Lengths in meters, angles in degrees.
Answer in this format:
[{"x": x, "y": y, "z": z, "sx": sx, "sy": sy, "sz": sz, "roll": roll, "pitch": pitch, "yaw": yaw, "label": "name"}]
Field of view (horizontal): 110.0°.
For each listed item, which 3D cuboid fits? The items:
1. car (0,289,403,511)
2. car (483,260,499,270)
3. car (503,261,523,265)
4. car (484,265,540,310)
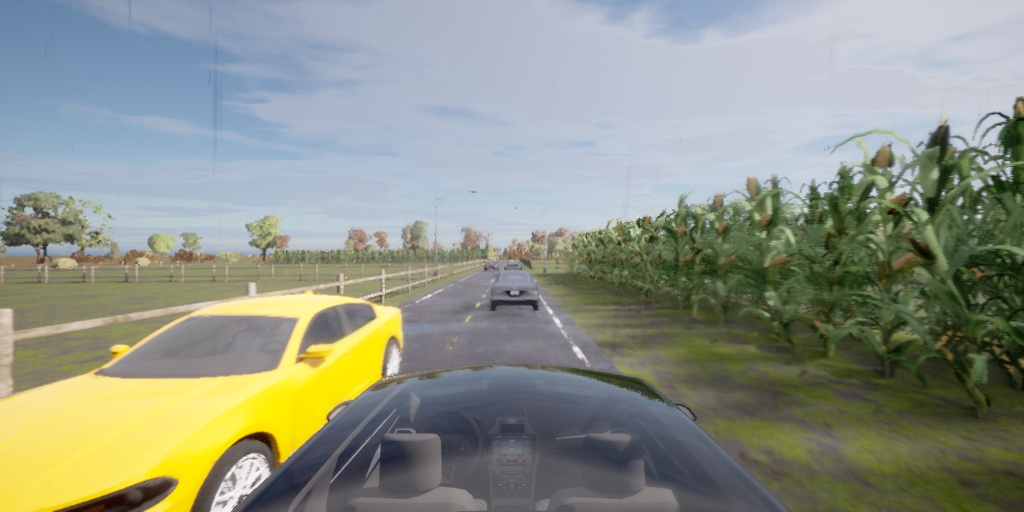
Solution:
[{"x": -2.750, "y": 1.225, "z": 4.041, "sx": 1.882, "sy": 1.535, "sz": 5.008, "roll": 0, "pitch": 0, "yaw": 0, "label": "car"}, {"x": -2.743, "y": 1.275, "z": 48.601, "sx": 1.994, "sy": 1.385, "sz": 4.181, "roll": 0, "pitch": 0, "yaw": 0, "label": "car"}, {"x": 0.105, "y": 1.209, "z": 36.801, "sx": 2.128, "sy": 1.511, "sz": 4.902, "roll": 0, "pitch": 0, "yaw": 0, "label": "car"}, {"x": 0.102, "y": 1.285, "z": 14.578, "sx": 2.033, "sy": 1.411, "sz": 5.357, "roll": 0, "pitch": 0, "yaw": 0, "label": "car"}]
